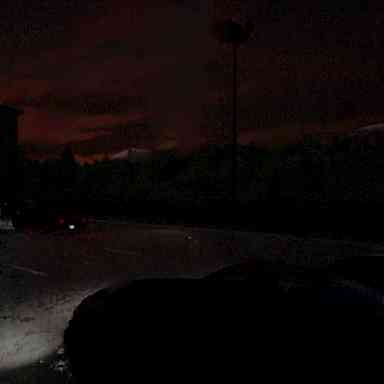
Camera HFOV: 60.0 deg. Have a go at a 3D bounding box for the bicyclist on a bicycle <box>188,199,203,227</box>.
[{"bbox_3d":[0.196,1.233,20.198,0.582,1.620,1.656,1,6,35],"label":"bicyclist on a bicycle"}]

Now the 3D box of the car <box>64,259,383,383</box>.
[{"bbox_3d":[0.613,1.511,3.553,4.674,1.442,1.812,1,0,35],"label":"car"}]

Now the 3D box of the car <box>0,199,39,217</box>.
[{"bbox_3d":[-13.499,1.267,26.461,5.008,1.535,1.882,0,0,35],"label":"car"}]

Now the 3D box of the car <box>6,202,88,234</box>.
[{"bbox_3d":[-7.906,1.464,18.195,4.718,1.301,1.895,1,0,35],"label":"car"}]

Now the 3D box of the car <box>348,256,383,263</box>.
[{"bbox_3d":[4.554,1.507,5.050,4.892,1.490,1.837,1,1,35],"label":"car"}]
